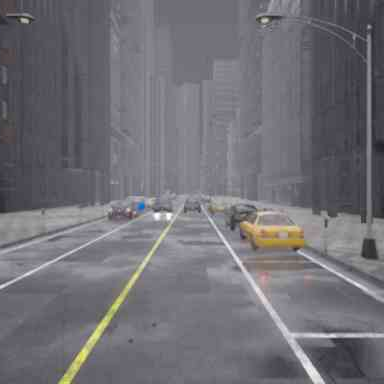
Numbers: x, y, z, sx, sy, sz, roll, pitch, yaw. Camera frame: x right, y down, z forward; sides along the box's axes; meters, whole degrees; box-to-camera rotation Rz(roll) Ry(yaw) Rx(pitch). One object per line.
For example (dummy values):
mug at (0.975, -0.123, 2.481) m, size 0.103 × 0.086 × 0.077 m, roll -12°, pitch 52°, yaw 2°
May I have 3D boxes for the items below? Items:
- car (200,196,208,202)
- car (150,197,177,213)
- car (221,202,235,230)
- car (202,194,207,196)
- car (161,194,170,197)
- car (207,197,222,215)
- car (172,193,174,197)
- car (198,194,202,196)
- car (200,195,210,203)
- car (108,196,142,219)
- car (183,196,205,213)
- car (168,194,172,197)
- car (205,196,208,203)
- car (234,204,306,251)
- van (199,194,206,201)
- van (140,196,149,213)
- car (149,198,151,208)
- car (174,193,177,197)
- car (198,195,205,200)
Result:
car at (2.768, 1.599, 78.661) m, size 1.802 × 1.307 × 4.206 m, roll 0°, pitch 0°, yaw 0°
car at (-3.090, 1.554, 36.590) m, size 1.994 × 1.385 × 4.181 m, roll 0°, pitch 0°, yaw 0°
car at (3.147, 1.498, 20.840) m, size 1.837 × 1.490 × 4.892 m, roll 0°, pitch 0°, yaw 0°
car at (2.767, 1.555, 61.833) m, size 2.008 × 1.369 × 4.403 m, roll 0°, pitch 0°, yaw 0°
car at (-5.759, 1.570, 61.829) m, size 1.947 × 1.339 × 4.313 m, roll 0°, pitch 0°, yaw 0°
car at (2.765, 1.516, 33.959) m, size 1.752 × 1.417 × 4.829 m, roll 0°, pitch 0°, yaw 0°
car at (-5.758, 1.327, 73.048) m, size 2.192 × 1.841 × 5.009 m, roll 0°, pitch 0°, yaw 0°
car at (0.037, 1.347, 50.326) m, size 2.097 × 1.767 × 4.553 m, roll 0°, pitch 0°, yaw 1°
car at (2.767, 1.452, 73.052) m, size 1.967 × 1.590 × 4.097 m, roll 0°, pitch 0°, yaw 0°
car at (-5.760, 1.432, 28.173) m, size 1.967 × 1.590 × 4.097 m, roll 0°, pitch 0°, yaw 0°
car at (0.057, 1.482, 36.439) m, size 2.128 × 1.511 × 4.902 m, roll 0°, pitch 0°, yaw 0°
car at (-5.758, 1.448, 67.438) m, size 1.967 × 1.590 × 4.097 m, roll 0°, pitch 0°, yaw 0°
car at (2.765, 1.515, 39.568) m, size 1.752 × 1.417 × 4.829 m, roll 0°, pitch 0°, yaw 0°
car at (3.151, 1.453, 14.030) m, size 1.801 × 1.575 × 5.366 m, roll 0°, pitch 0°, yaw 0°
van at (2.767, 1.370, 89.880) m, size 1.690 × 1.788 × 3.998 m, roll 0°, pitch 0°, yaw 0°
van at (-5.760, 1.331, 33.782) m, size 1.690 × 1.788 × 3.998 m, roll 0°, pitch 0°, yaw 0°
car at (-5.760, 1.517, 44.830) m, size 1.752 × 1.417 × 4.829 m, roll 0°, pitch 0°, yaw 0°
car at (-5.757, 1.580, 89.876) m, size 2.008 × 1.369 × 4.403 m, roll 0°, pitch 0°, yaw 0°
car at (2.768, 1.582, 95.487) m, size 1.887 × 1.381 × 4.507 m, roll 0°, pitch 0°, yaw 0°
